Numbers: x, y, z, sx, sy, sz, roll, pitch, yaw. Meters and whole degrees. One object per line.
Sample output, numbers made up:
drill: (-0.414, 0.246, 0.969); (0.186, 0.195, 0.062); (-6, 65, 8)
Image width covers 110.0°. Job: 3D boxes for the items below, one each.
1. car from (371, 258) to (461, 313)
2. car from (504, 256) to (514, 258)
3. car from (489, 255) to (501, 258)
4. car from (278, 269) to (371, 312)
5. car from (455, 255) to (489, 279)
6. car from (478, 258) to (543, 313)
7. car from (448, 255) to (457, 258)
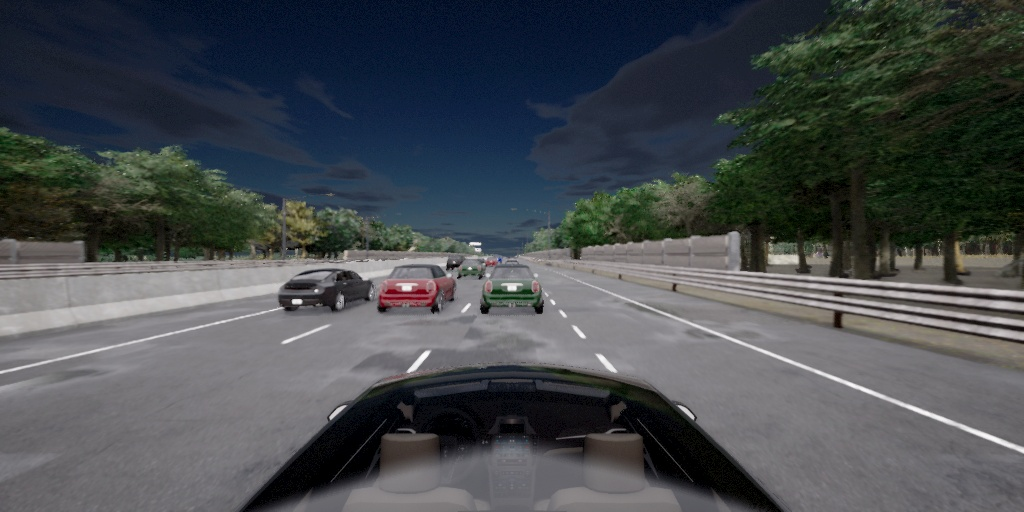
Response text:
car: (-3.498, 1.090, 14.046); (2.097, 1.767, 4.553); (0, 0, 0)
car: (0.006, 1.111, 60.032); (1.882, 1.535, 5.008); (0, 0, 0)
car: (-3.493, 0.980, 62.505); (2.097, 1.767, 4.553); (0, 0, 0)
car: (-6.998, 1.244, 14.101); (1.837, 1.490, 4.892); (0, 0, 0)
car: (-3.497, 1.053, 31.907); (2.097, 1.767, 4.553); (0, 0, 0)
car: (0.002, 1.090, 14.045); (2.097, 1.767, 4.553); (0, 0, 0)
car: (-6.995, 0.886, 46.024); (2.150, 2.045, 5.566); (0, 0, 0)
